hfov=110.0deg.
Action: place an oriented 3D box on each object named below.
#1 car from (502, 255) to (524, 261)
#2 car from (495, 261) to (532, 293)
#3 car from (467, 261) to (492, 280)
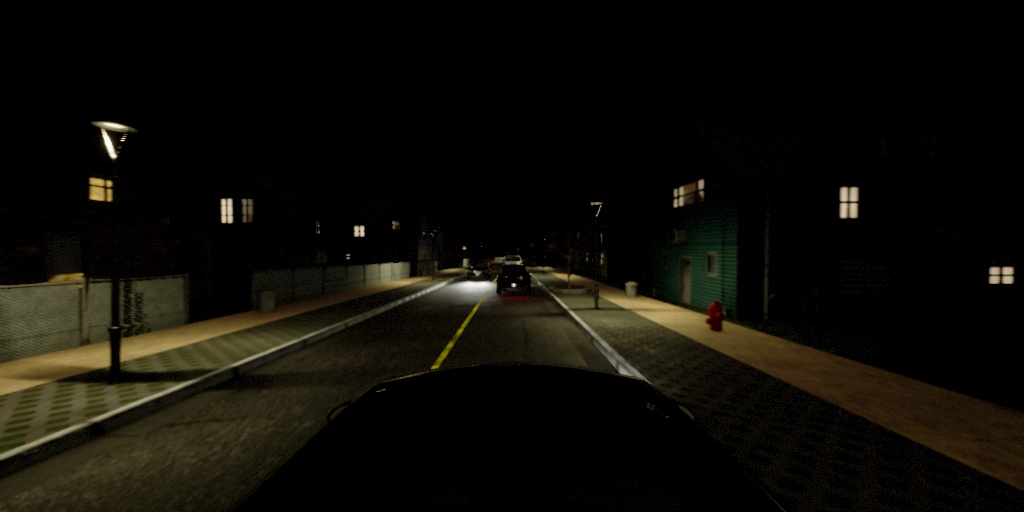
[{"bbox_3d":[0.093,0.963,39.742,2.150,2.045,5.566,0,0,0],"label":"car"},{"bbox_3d":[0.096,1.250,20.829,1.837,1.490,4.892,0,0,0],"label":"car"},{"bbox_3d":[-2.761,1.237,31.509,2.128,1.511,4.902,0,0,0],"label":"car"}]
